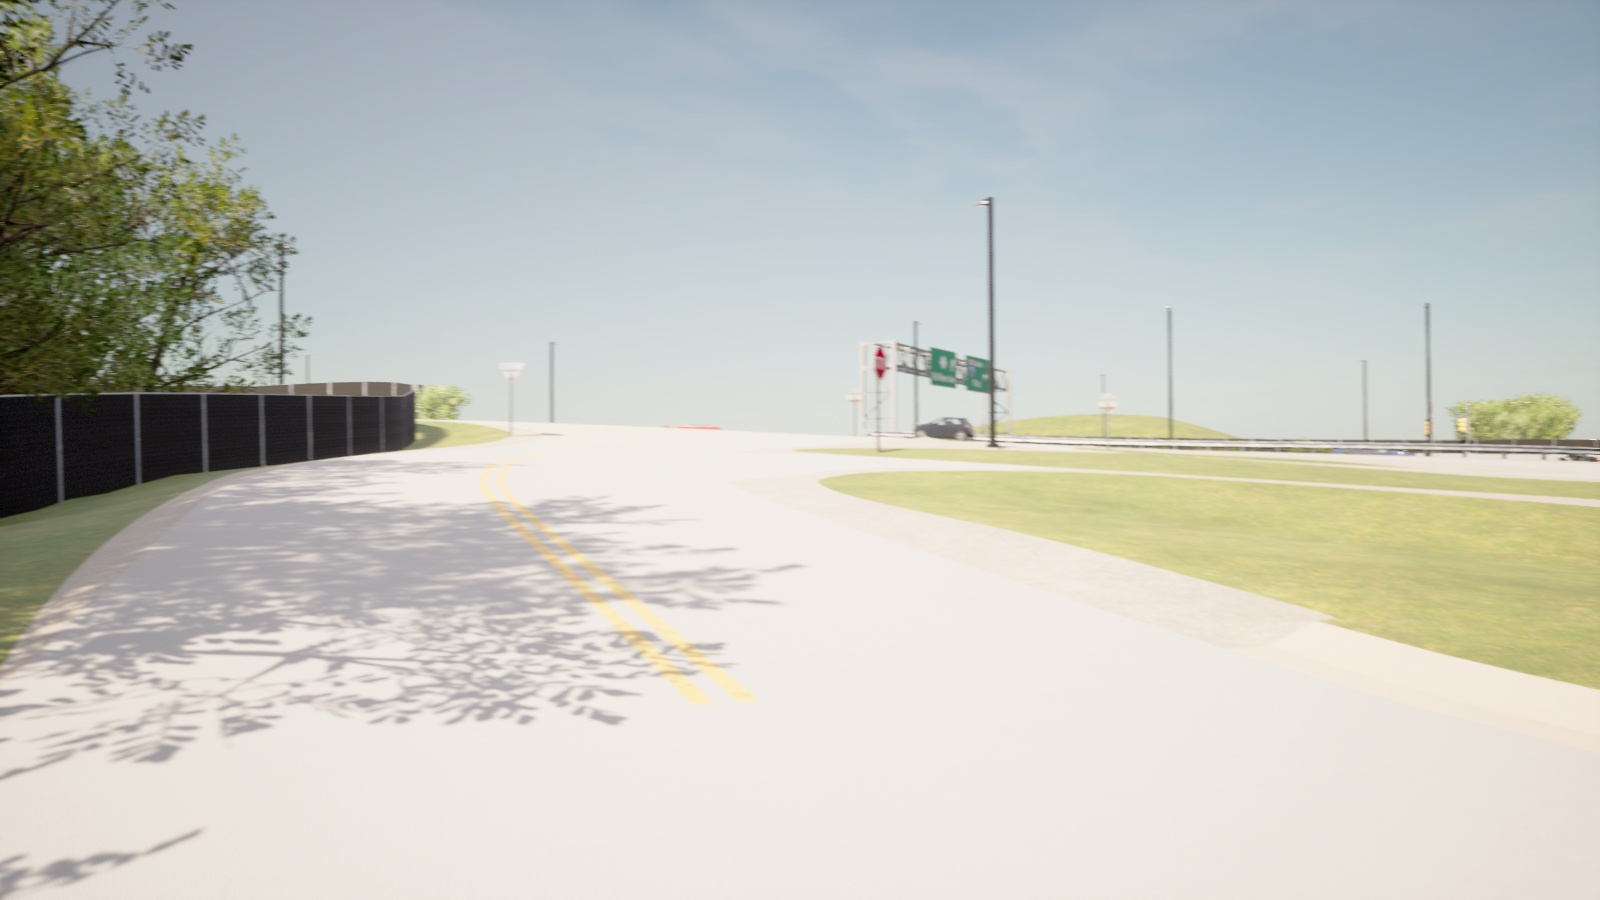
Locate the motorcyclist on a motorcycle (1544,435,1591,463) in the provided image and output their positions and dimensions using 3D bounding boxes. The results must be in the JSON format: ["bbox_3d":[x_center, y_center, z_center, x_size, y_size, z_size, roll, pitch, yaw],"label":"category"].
[{"bbox_3d":[45.930,-0.070,75.151,2.350,1.649,0.766,0,0,27],"label":"motorcyclist on a motorcycle"}]

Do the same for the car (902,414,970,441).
[{"bbox_3d":[8.225,-1.359,75.874,3.633,1.501,1.845,1,-1,22],"label":"car"}]

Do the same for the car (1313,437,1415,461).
[{"bbox_3d":[33.163,-0.056,73.891,5.357,1.411,2.033,0,0,27],"label":"car"}]
